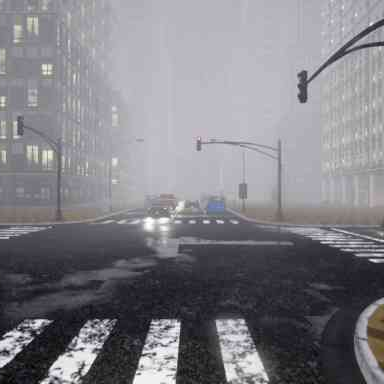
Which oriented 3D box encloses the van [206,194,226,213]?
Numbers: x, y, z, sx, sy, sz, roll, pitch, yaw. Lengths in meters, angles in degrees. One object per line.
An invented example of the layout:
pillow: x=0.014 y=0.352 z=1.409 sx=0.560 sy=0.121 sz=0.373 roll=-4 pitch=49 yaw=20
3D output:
van: x=2.696 y=1.340 z=35.940 sx=1.690 sy=1.788 sz=3.998 roll=0 pitch=0 yaw=0

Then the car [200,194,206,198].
car: x=2.696 y=1.313 z=63.633 sx=2.192 sy=1.841 sz=5.009 roll=0 pitch=0 yaw=0

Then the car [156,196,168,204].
car: x=-5.685 y=1.564 z=63.667 sx=1.947 sy=1.339 sz=4.313 roll=0 pitch=0 yaw=0

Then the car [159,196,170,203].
car: x=-5.662 y=1.548 z=69.205 sx=2.008 sy=1.369 sz=4.403 roll=0 pitch=0 yaw=0

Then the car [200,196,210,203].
car: x=2.718 y=1.542 z=69.172 sx=1.887 sy=1.381 sz=4.507 roll=0 pitch=0 yaw=0

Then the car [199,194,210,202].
car: x=2.742 y=1.311 z=74.712 sx=2.192 sy=1.841 sz=5.009 roll=0 pitch=0 yaw=0

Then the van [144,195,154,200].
van: x=-5.752 y=1.340 z=47.049 sx=1.690 sy=1.788 sz=3.998 roll=0 pitch=0 yaw=0

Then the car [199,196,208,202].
car: x=2.764 y=1.561 z=80.251 sx=1.947 sy=1.339 sz=4.313 roll=0 pitch=0 yaw=0

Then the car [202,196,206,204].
car: x=2.628 y=1.544 z=41.479 sx=1.887 sy=1.381 sz=4.507 roll=0 pitch=0 yaw=0

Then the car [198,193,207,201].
car: x=2.788 y=1.309 z=85.790 sx=2.192 sy=1.841 sz=5.009 roll=0 pitch=0 yaw=0

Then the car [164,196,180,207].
car: x=-3.132 y=1.491 z=53.256 sx=2.128 sy=1.511 sz=4.902 roll=0 pitch=0 yaw=0

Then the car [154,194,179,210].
car: x=-3.174 y=1.221 z=42.952 sx=2.150 sy=2.045 sz=5.566 roll=0 pitch=0 yaw=1

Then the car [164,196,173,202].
car: x=-5.616 y=1.577 z=80.285 sx=1.802 sy=1.307 sz=4.206 roll=0 pitch=0 yaw=0

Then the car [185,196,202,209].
car: x=0.031 y=1.600 z=46.347 sx=1.895 sy=1.301 sz=4.718 roll=0 pitch=0 yaw=0

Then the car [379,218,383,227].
car: x=14.401 y=1.685 z=20.126 sx=5.357 sy=1.411 sz=2.033 roll=0 pitch=0 yaw=-1

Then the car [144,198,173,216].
car: x=-3.223 y=1.600 z=32.908 sx=1.895 sy=1.301 sz=4.718 roll=0 pitch=0 yaw=0
